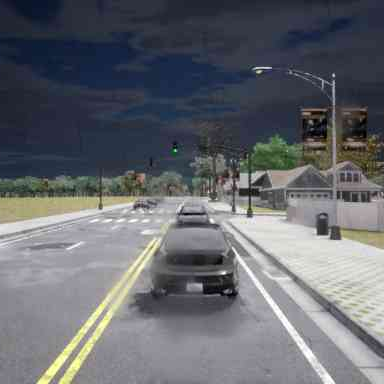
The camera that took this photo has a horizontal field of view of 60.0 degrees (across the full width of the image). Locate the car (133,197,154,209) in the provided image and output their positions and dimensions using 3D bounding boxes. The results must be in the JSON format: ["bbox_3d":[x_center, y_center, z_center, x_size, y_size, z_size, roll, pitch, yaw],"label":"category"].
[{"bbox_3d":[-6.664,1.573,45.001,1.994,1.385,4.181,0,0,0],"label":"car"}]

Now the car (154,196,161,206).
[{"bbox_3d":[-6.671,1.569,54.804,1.994,1.385,4.181,0,0,0],"label":"car"}]

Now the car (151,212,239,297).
[{"bbox_3d":[0.072,1.511,8.585,1.837,1.490,4.892,0,0,1],"label":"car"}]

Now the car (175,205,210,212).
[{"bbox_3d":[0.042,1.502,20.039,2.128,1.511,4.902,0,0,-1],"label":"car"}]

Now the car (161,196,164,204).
[{"bbox_3d":[-6.623,1.482,66.190,1.882,1.535,5.008,0,0,0],"label":"car"}]
